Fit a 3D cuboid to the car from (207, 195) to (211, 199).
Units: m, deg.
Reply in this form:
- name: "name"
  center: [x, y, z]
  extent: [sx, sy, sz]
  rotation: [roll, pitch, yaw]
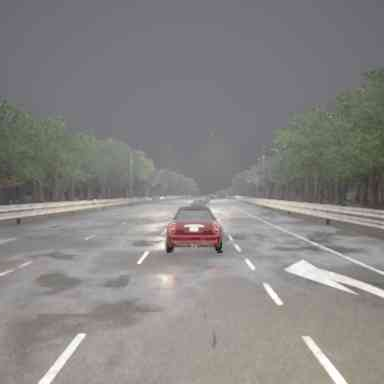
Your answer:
- name: "car"
  center: [2.244, 1.746, 66.246]
  extent: [2.033, 1.411, 5.357]
  rotation: [0, 0, 4]

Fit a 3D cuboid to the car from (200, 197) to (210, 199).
- name: "car"
  center: [0.798, 1.637, 39.276]
  extent: [2.033, 1.411, 5.357]
  rotation: [0, 0, 2]

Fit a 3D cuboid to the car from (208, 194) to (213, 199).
- name: "car"
  center: [3.549, 1.887, 83.487]
  extent: [1.895, 1.301, 4.718]
  rotation: [0, 0, 5]

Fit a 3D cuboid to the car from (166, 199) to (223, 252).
- name: "car"
  center: [0.113, 1.363, 14.049]
  extent: [2.097, 1.767, 4.553]
  rotation: [0, 0, 1]
